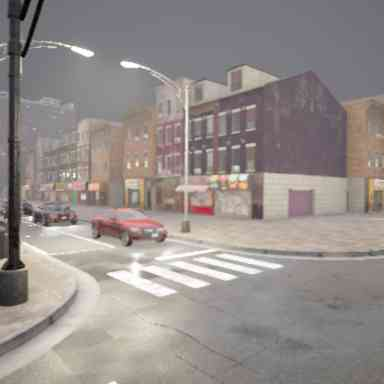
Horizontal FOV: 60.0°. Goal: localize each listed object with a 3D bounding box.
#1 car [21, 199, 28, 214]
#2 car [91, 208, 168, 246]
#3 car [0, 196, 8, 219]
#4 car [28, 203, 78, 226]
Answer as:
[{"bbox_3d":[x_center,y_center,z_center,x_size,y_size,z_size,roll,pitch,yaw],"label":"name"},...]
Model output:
[{"bbox_3d":[-16.194,1.381,30.672,2.033,1.411,5.357,0,0,-40],"label":"car"},{"bbox_3d":[-2.973,1.450,15.001,1.812,1.442,4.674,0,0,-40],"label":"car"},{"bbox_3d":[-16.100,1.155,26.607,2.192,1.841,5.009,0,0,-40],"label":"car"},{"bbox_3d":[-9.334,1.443,22.554,1.994,1.385,4.181,0,0,-39],"label":"car"}]
